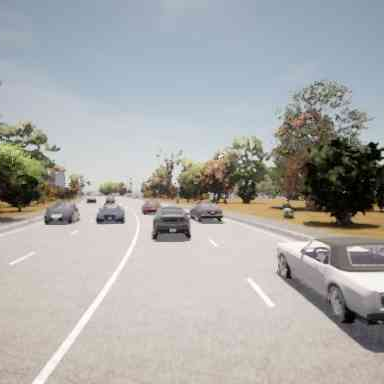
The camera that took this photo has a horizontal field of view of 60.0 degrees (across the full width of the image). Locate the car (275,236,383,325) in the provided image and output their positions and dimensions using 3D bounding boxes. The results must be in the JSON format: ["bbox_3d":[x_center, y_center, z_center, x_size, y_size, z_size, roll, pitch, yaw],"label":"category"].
[{"bbox_3d":[3.314,1.594,7.101,1.895,1.301,4.718,0,0,-3],"label":"car"}]

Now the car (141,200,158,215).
[{"bbox_3d":[-4.264,1.579,35.224,1.994,1.385,4.181,0,0,-12],"label":"car"}]

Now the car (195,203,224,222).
[{"bbox_3d":[1.068,1.552,26.575,2.033,1.411,5.357,0,0,-10],"label":"car"}]

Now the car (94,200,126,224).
[{"bbox_3d":[-5.918,1.579,24.594,1.994,1.385,4.181,0,0,-10],"label":"car"}]

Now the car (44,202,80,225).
[{"bbox_3d":[-9.445,1.512,24.467,2.128,1.511,4.902,0,0,-10],"label":"car"}]

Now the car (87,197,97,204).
[{"bbox_3d":[-19.413,1.630,64.529,1.895,1.301,4.718,0,0,-16],"label":"car"}]

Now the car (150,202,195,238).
[{"bbox_3d":[-1.167,1.510,17.674,1.837,1.490,4.892,0,0,-7],"label":"car"}]

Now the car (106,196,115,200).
[{"bbox_3d":[-15.832,1.576,64.738,2.033,1.411,5.357,0,0,-16],"label":"car"}]
